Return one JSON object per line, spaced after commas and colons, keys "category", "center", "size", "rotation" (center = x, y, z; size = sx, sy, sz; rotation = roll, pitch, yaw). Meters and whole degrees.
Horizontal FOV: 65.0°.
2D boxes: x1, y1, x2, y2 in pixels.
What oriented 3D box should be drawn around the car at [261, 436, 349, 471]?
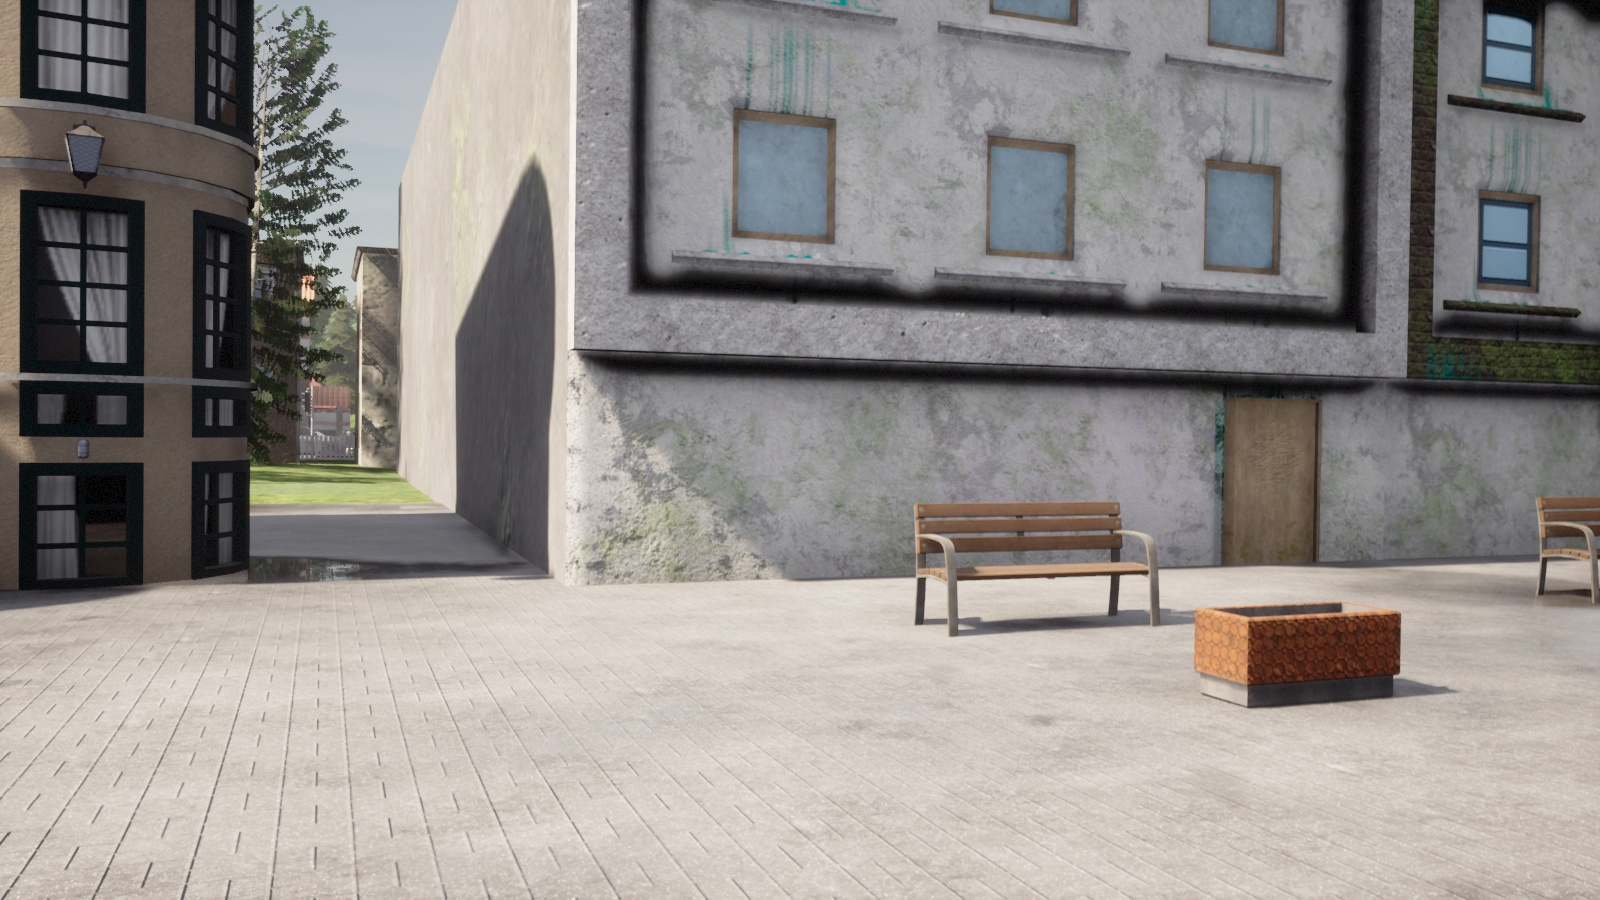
{"category": "car", "center": [-22.409, 0.128, 56.914], "size": [3.633, 1.501, 1.845], "rotation": [-1, 1, -21]}
